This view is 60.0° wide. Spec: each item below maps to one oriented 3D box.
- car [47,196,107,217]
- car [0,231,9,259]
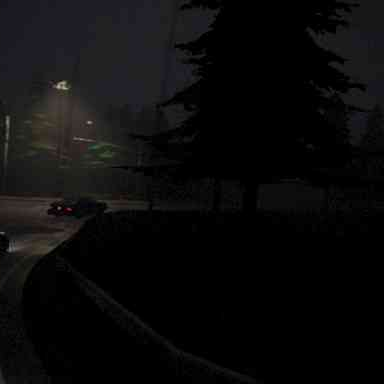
[{"bbox_3d":[-7.959,1.006,23.695,2.033,1.411,5.357,4,3,12],"label":"car"},{"bbox_3d":[-6.395,1.452,9.005,2.033,1.411,5.357,3,0,-20],"label":"car"}]
